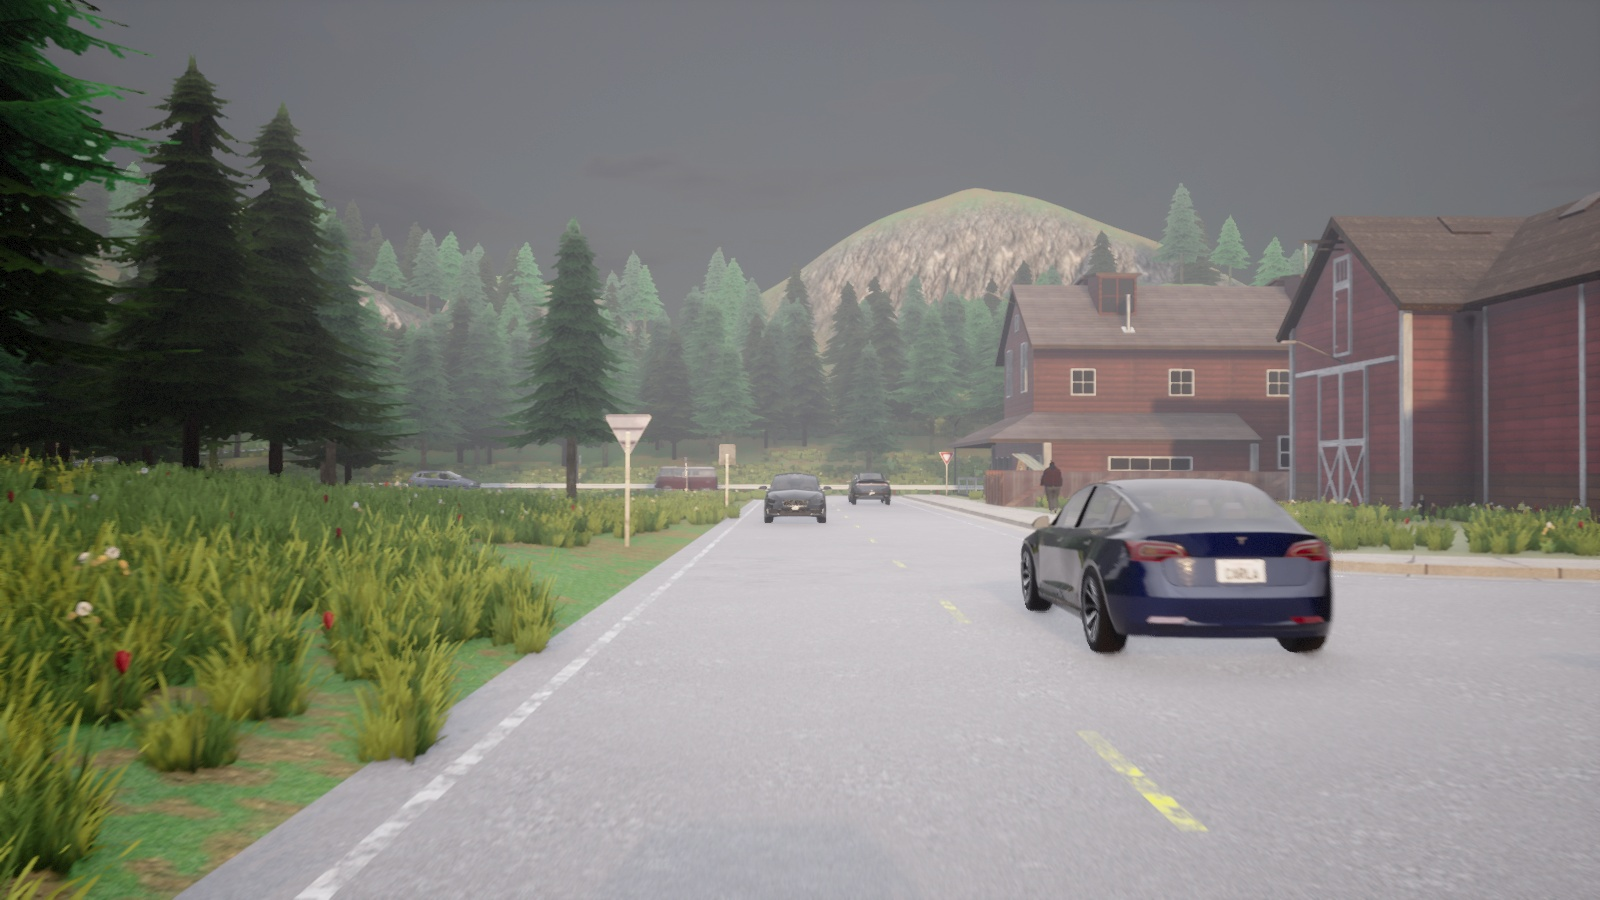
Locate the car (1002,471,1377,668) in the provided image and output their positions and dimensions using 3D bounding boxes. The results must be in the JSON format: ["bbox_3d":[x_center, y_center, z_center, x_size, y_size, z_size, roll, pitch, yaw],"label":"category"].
[{"bbox_3d":[3.459,0.981,12.310,2.163,1.488,4.792,-1,0,0],"label":"car"}]

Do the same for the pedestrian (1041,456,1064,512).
[{"bbox_3d":[8.541,1.148,42.531,0.634,1.844,0.899,0,-1,3],"label":"pedestrian"}]

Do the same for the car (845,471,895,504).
[{"bbox_3d":[3.306,1.764,60.139,2.128,1.511,4.902,0,-1,0],"label":"car"}]

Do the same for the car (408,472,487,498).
[{"bbox_3d":[-23.061,2.268,82.286,4.611,1.667,2.242,0,-1,0],"label":"car"}]

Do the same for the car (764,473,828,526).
[{"bbox_3d":[-0.124,1.466,38.604,1.837,1.490,4.892,0,-1,0],"label":"car"}]

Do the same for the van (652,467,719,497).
[{"bbox_3d":[-7.804,2.178,85.858,4.442,1.987,1.775,0,-1,0],"label":"van"}]
